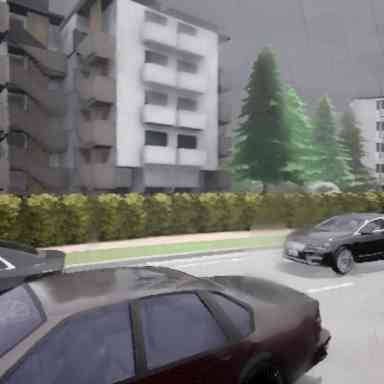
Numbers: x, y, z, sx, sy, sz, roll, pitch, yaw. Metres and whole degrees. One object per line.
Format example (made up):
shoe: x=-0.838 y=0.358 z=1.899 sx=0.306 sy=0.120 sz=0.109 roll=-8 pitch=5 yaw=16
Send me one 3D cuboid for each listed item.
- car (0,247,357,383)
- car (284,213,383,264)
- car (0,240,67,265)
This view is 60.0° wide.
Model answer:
car: x=-0.934 y=1.525 z=3.110 sx=5.357 sy=1.411 sz=2.033 roll=0 pitch=0 yaw=-35
car: x=5.083 y=1.420 z=10.217 sx=4.902 sy=1.511 sz=2.128 roll=0 pitch=0 yaw=-23
car: x=-4.331 y=1.471 z=4.842 sx=4.892 sy=1.490 sz=1.837 roll=0 pitch=0 yaw=-35
